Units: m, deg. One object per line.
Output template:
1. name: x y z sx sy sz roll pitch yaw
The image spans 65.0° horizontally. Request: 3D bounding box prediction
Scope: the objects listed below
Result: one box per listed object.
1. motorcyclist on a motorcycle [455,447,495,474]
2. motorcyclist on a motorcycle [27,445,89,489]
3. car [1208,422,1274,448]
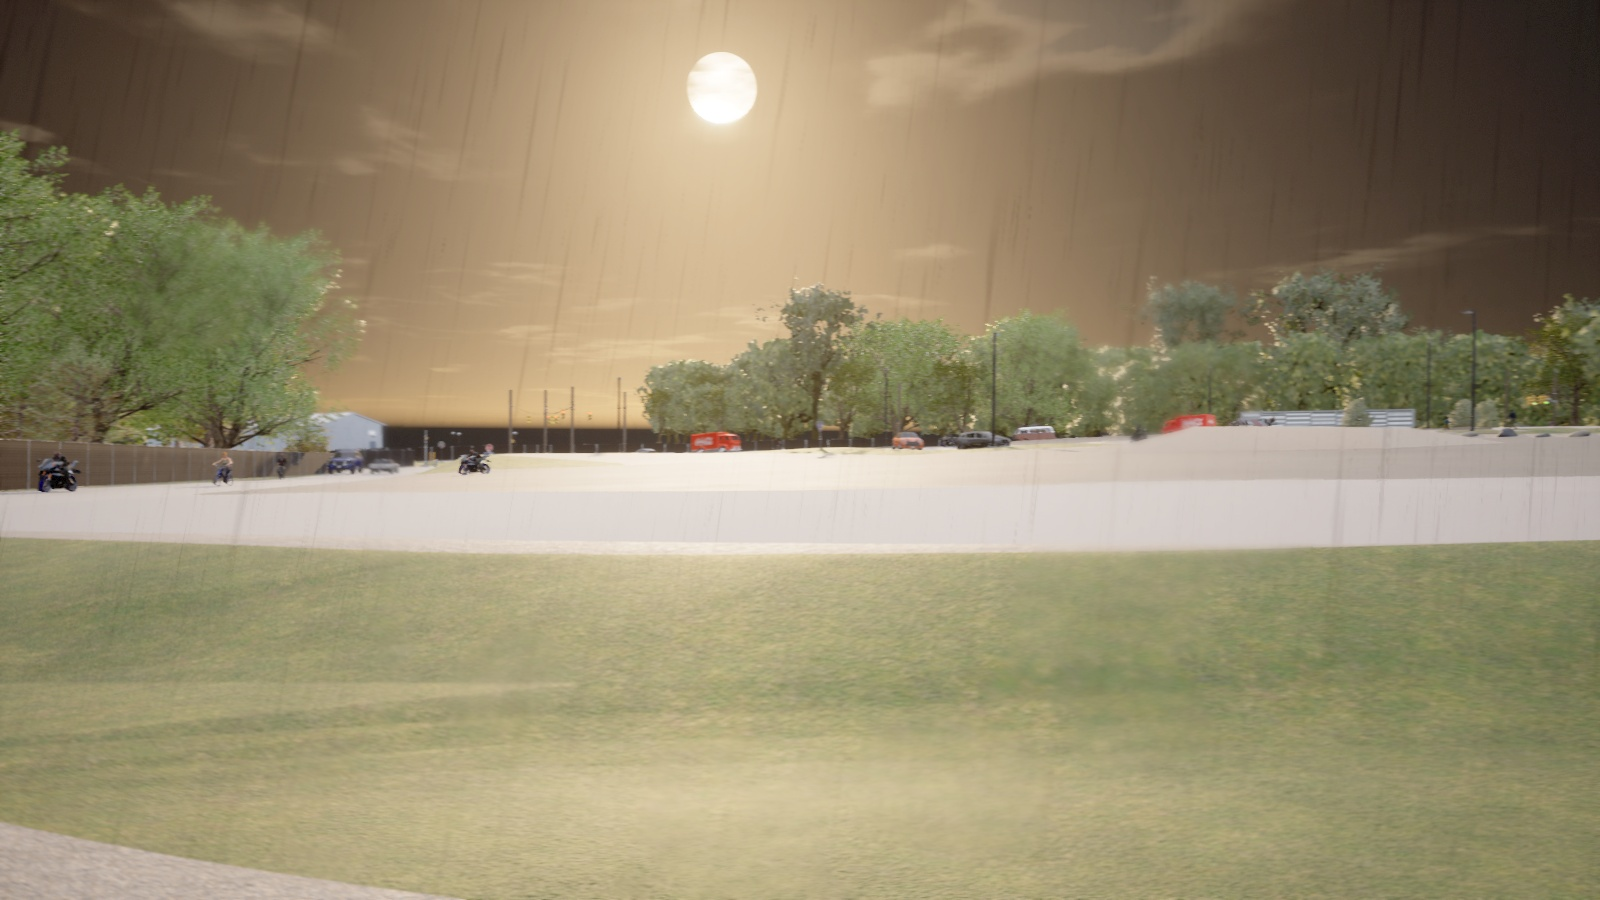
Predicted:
1. motorcyclist on a motorcycle: -19.336 0.609 74.794 0.866 1.530 2.191 -1 0 40
2. motorcyclist on a motorcycle: -26.841 0.609 45.466 0.866 1.530 2.191 1 -1 1
3. car: 28.583 -0.957 81.375 3.633 1.501 1.845 -1 2 35
